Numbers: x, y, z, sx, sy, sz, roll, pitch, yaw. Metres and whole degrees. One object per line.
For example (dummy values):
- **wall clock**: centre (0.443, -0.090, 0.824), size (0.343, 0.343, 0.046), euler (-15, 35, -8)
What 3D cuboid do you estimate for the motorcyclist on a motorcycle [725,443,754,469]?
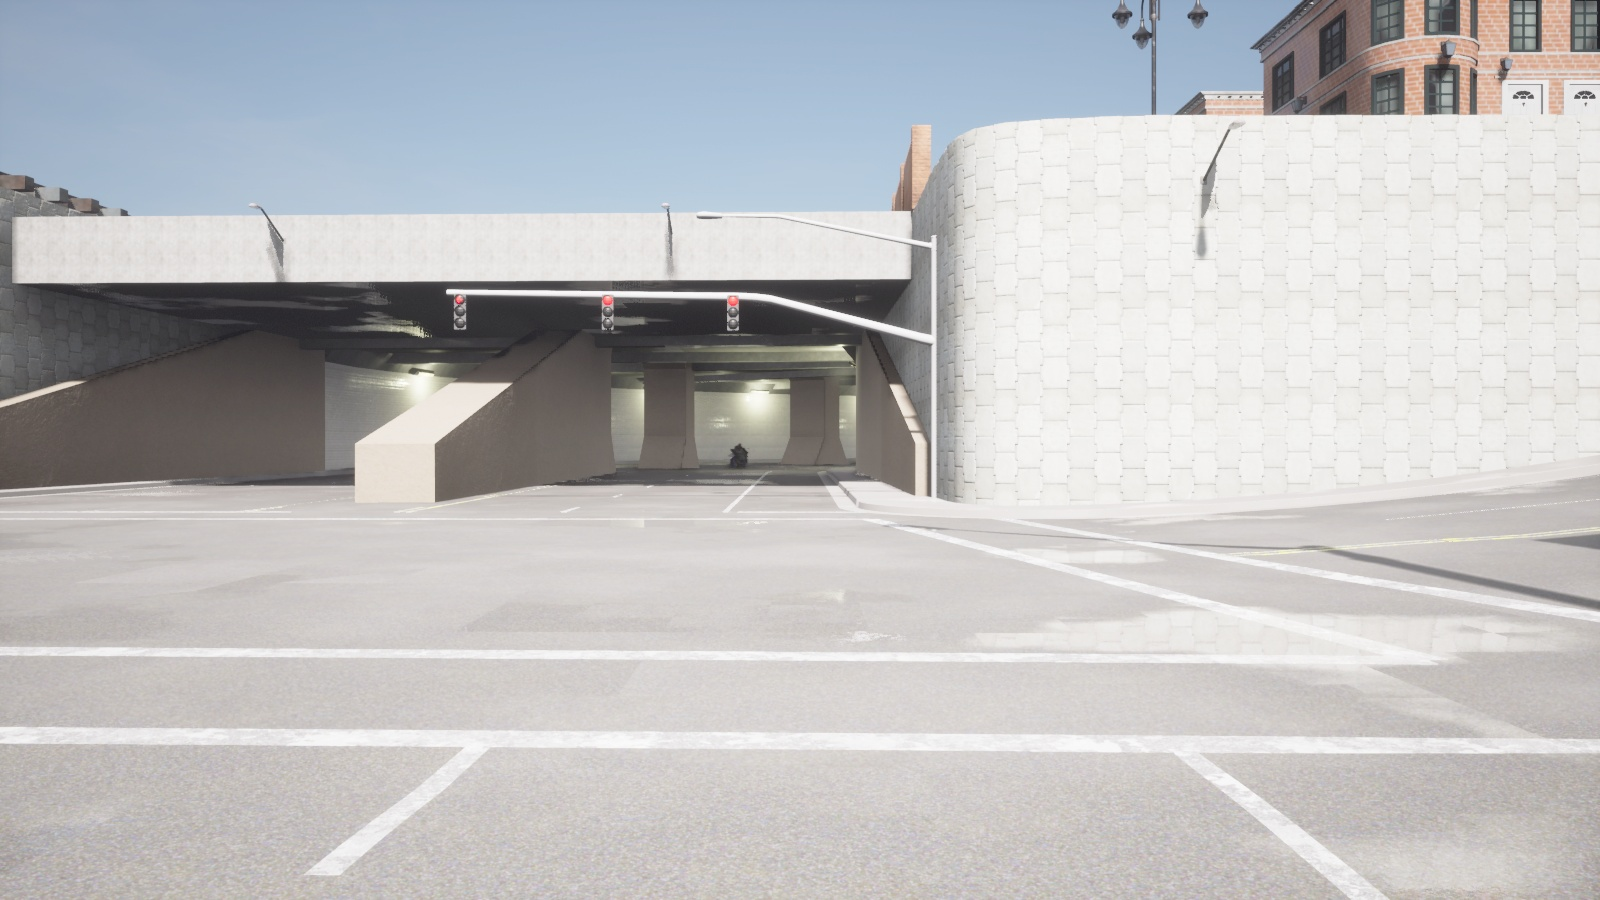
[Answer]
- **motorcyclist on a motorcycle**: centre (-3.662, 0.346, 76.601), size (0.866, 1.530, 2.191), euler (1, 0, 24)
